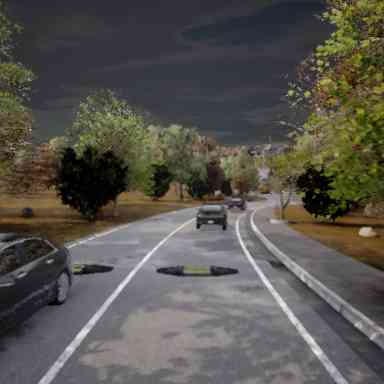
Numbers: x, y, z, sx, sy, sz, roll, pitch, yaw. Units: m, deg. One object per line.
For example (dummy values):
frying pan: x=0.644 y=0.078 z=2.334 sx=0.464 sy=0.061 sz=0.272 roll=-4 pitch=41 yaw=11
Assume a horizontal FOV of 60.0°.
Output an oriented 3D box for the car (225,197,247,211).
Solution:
car: x=5.877 y=1.525 z=42.547 sx=1.837 sy=1.490 sz=4.892 roll=1 pitch=0 yaw=17

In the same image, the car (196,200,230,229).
car: x=1.366 y=1.492 z=21.607 sx=1.837 sy=1.490 sz=4.892 roll=0 pitch=0 yaw=7

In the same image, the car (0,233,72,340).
car: x=-3.485 y=1.494 z=5.204 sx=1.837 sy=1.490 sz=4.892 roll=0 pitch=0 yaw=2

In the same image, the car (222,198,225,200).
car: x=5.929 y=1.516 z=54.005 sx=1.994 sy=1.385 sz=4.181 roll=2 pitch=0 yaw=21
